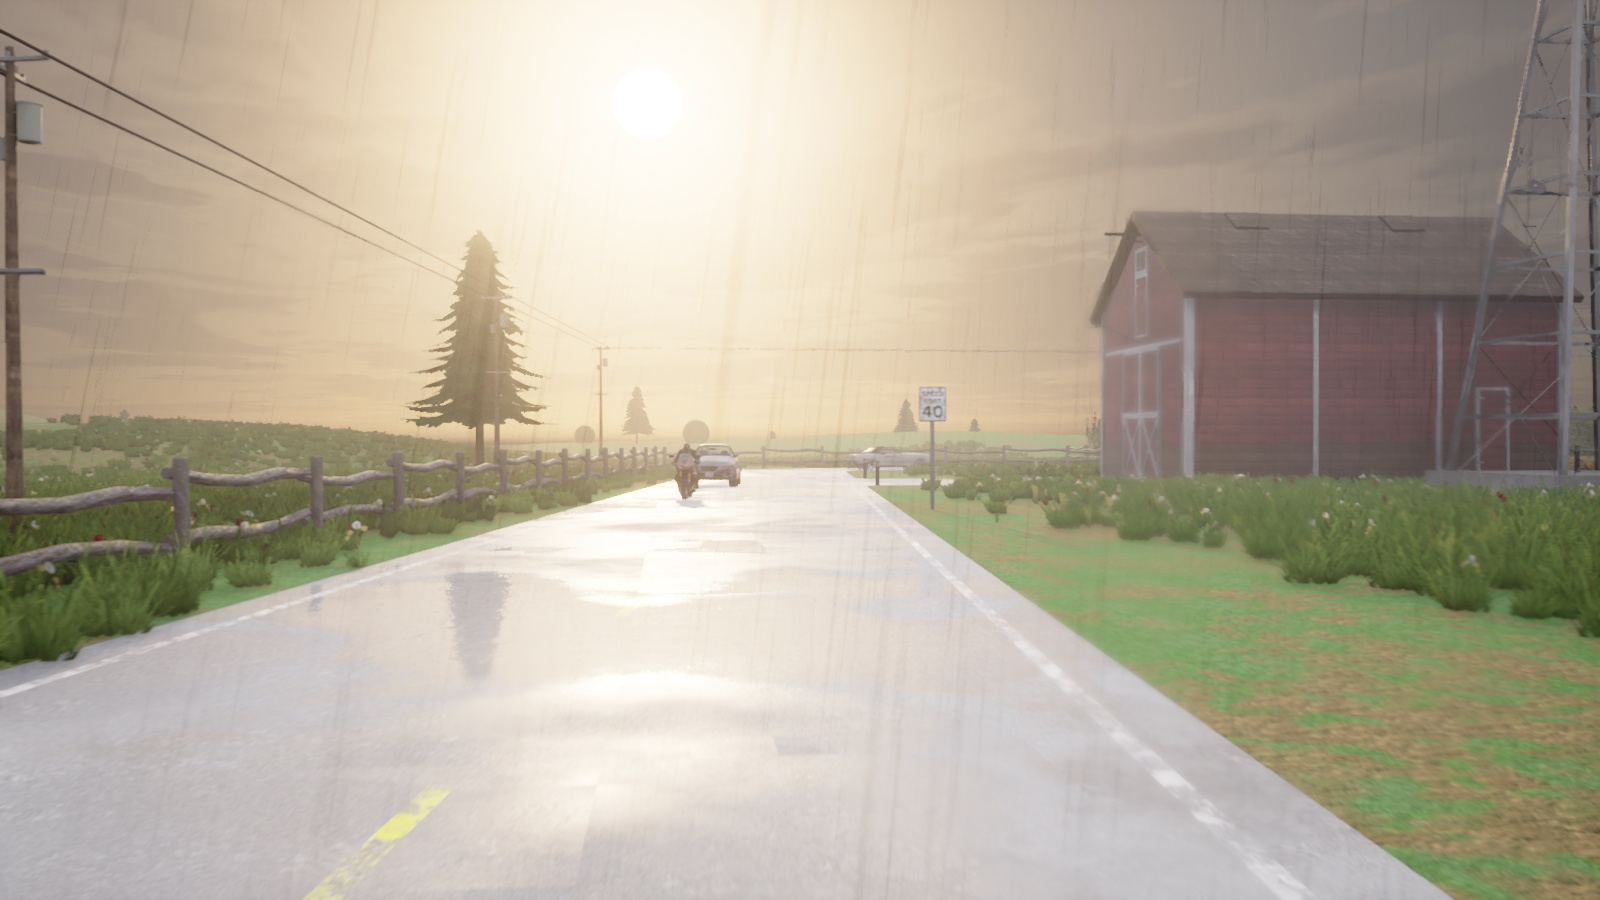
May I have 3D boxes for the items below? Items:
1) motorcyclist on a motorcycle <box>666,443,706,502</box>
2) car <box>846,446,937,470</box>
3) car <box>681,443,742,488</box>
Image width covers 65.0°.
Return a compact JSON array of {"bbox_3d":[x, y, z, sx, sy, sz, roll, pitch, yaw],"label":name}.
[{"bbox_3d":[-3.044,0.589,33.679,0.866,1.530,2.191,0,0,0],"label":"motorcyclist on a motorcycle"},{"bbox_3d":[5.086,0.456,70.164,4.718,1.301,1.895,0,0,-17],"label":"car"},{"bbox_3d":[-3.004,0.513,43.453,1.816,1.474,4.193,0,0,0],"label":"car"}]
